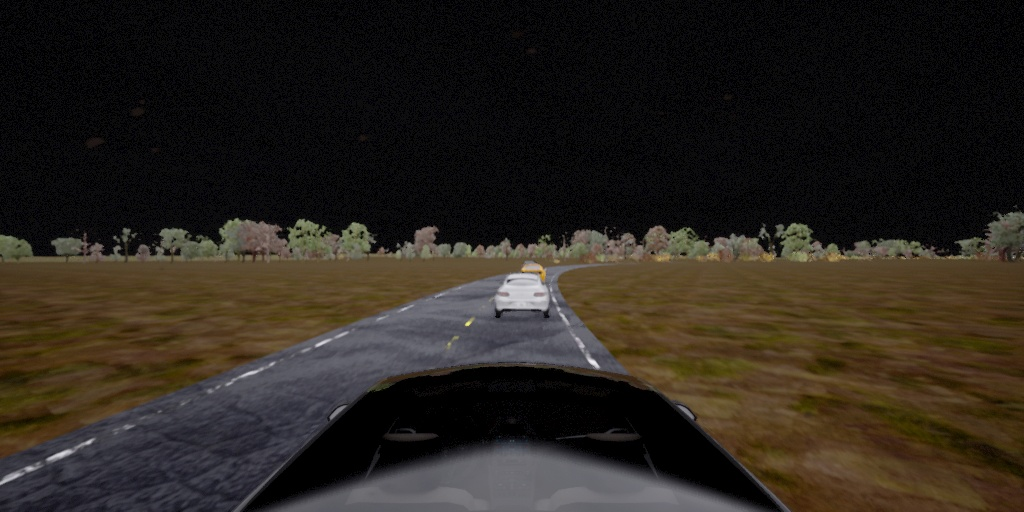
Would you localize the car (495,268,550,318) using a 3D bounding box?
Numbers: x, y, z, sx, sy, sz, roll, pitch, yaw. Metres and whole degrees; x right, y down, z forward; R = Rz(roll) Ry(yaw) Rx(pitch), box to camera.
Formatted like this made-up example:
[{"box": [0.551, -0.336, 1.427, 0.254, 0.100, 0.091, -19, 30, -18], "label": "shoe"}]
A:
[{"box": [0.422, 1.352, 13.402, 1.812, 1.442, 4.674, 0, 0, 3], "label": "car"}]

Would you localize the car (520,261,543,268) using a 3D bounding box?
[{"box": [1.724, 1.401, 28.868, 1.882, 1.535, 5.008, 0, 0, 7], "label": "car"}]
